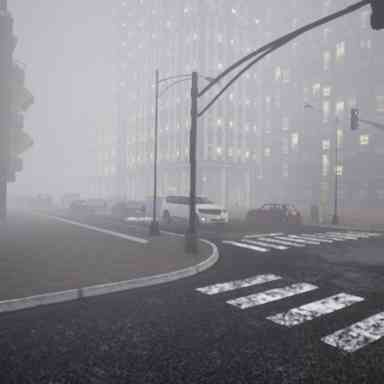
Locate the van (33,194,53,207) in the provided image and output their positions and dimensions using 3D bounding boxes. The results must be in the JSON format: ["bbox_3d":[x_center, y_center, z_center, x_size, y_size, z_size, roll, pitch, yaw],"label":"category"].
[{"bbox_3d":[-20.692,1.196,46.719,1.690,1.788,3.998,1,-1,-35],"label":"van"}]

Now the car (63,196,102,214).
[{"bbox_3d":[-10.888,1.426,32.898,2.008,1.369,4.403,1,-1,-35],"label":"car"}]

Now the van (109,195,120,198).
[{"bbox_3d":[-10.590,1.367,46.962,1.690,1.788,3.998,1,-1,-35],"label":"van"}]

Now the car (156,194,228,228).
[{"bbox_3d":[-0.026,1.169,22.076,2.150,2.045,5.566,1,-1,-35],"label":"car"}]

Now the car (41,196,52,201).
[{"bbox_3d":[-36.748,1.569,83.810,1.802,1.307,4.206,1,-1,-35],"label":"car"}]

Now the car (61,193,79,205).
[{"bbox_3d":[-20.504,1.181,56.288,2.150,2.045,5.566,1,-1,-35],"label":"car"}]

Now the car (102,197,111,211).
[{"bbox_3d":[-11.693,1.467,38.520,2.033,1.411,5.357,1,-1,-35],"label":"car"}]

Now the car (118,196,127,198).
[{"bbox_3d":[-7.324,1.583,42.353,2.008,1.369,4.403,1,-1,-35],"label":"car"}]

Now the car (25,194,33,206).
[{"bbox_3d":[-23.965,1.431,51.323,1.802,1.307,4.206,1,-1,-35],"label":"car"}]

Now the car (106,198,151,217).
[{"bbox_3d":[-5.812,1.497,30.228,1.994,1.385,4.181,1,-1,-35],"label":"car"}]

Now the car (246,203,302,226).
[{"bbox_3d":[5.755,1.504,23.929,1.967,1.590,4.097,1,-1,-35],"label":"car"}]

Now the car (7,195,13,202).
[{"bbox_3d":[-37.042,1.396,69.749,1.947,1.339,4.313,1,-1,-35],"label":"car"}]

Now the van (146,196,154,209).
[{"bbox_3d":[-4.052,1.381,37.749,1.690,1.788,3.998,1,-1,-35],"label":"van"}]

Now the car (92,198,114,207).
[{"bbox_3d":[-13.863,1.586,51.565,1.947,1.339,4.313,1,-1,-35],"label":"car"}]

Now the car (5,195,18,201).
[{"bbox_3d":[-40.310,1.377,74.355,2.008,1.369,4.403,1,-1,-35],"label":"car"}]

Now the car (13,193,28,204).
[{"bbox_3d":[-30.499,1.154,60.538,2.192,1.841,5.009,1,-1,-35],"label":"car"}]
